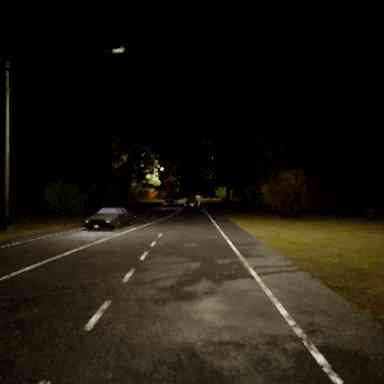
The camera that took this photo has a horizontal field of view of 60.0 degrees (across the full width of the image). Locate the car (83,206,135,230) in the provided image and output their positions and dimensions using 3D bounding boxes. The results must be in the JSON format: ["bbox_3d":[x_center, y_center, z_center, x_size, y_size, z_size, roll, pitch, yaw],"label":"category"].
[{"bbox_3d":[-5.396,1.691,22.542,2.033,1.411,5.357,0,0,7],"label":"car"}]

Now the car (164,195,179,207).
[{"bbox_3d":[-3.505,1.559,57.556,2.150,2.045,5.566,0,0,0],"label":"car"}]

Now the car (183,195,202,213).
[{"bbox_3d":[-0.004,1.600,40.977,2.097,1.767,4.553,0,0,0],"label":"car"}]
